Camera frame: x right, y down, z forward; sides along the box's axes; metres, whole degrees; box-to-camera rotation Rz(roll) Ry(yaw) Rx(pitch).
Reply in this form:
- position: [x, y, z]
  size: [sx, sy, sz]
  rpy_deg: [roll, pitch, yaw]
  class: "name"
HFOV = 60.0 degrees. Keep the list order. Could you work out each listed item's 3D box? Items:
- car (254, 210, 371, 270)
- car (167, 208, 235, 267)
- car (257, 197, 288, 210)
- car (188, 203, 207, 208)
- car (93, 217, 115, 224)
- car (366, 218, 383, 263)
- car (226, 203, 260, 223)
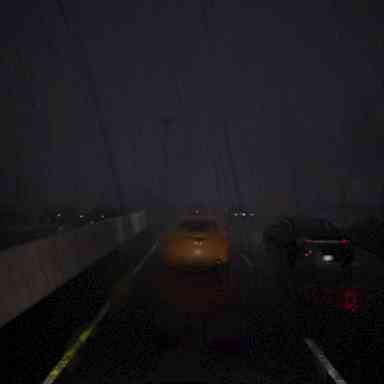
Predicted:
- position: [3.720, 1.591, 11.432]
  size: [2.128, 1.511, 4.902]
  rpy_deg: [0, 0, 1]
  class: "car"
- position: [0.226, 1.566, 11.874]
  size: [1.882, 1.535, 5.008]
  rpy_deg: [0, 0, 1]
  class: "car"
- position: [7.494, 1.483, 31.533]
  size: [2.150, 2.045, 5.566]
  rpy_deg: [0, 0, 1]
  class: "car"
- position: [0.508, 1.808, 33.087]
  size: [1.994, 1.385, 4.181]
  rpy_deg: [0, 0, 1]
  class: "car"
- position: [-6.797, 1.755, 24.811]
  size: [1.895, 1.301, 4.718]
  rpy_deg: [0, 0, 1]
  class: "car"
- position: [7.240, 1.669, 12.435]
  size: [2.033, 1.411, 5.357]
  rpy_deg: [0, 0, 1]
  class: "car"
- position: [3.938, 1.765, 27.569]
  size: [2.033, 1.411, 5.357]
  rpy_deg: [0, 0, 1]
  class: "car"
